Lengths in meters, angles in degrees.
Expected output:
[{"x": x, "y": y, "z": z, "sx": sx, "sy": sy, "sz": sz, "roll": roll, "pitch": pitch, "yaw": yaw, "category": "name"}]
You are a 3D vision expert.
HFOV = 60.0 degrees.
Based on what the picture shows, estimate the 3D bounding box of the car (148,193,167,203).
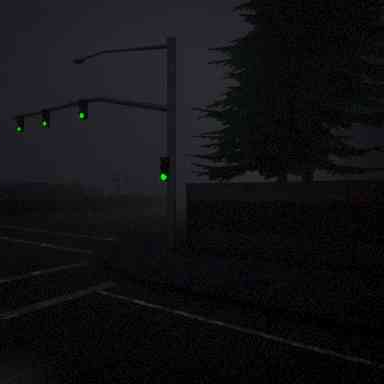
[{"x": -7.649, "y": 1.153, "z": 69.429, "sx": 4.605, "sy": 1.855, "sz": 1.932, "roll": 0, "pitch": 0, "yaw": 35, "category": "car"}]

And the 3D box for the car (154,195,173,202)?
[{"x": -6.133, "y": 1.364, "z": 71.643, "sx": 3.905, "sy": 1.438, "sz": 1.784, "roll": 0, "pitch": 0, "yaw": 35, "category": "car"}]

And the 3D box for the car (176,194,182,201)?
[{"x": -4.451, "y": 1.395, "z": 74.000, "sx": 3.806, "sy": 1.475, "sz": 1.970, "roll": 0, "pitch": 0, "yaw": 35, "category": "car"}]
